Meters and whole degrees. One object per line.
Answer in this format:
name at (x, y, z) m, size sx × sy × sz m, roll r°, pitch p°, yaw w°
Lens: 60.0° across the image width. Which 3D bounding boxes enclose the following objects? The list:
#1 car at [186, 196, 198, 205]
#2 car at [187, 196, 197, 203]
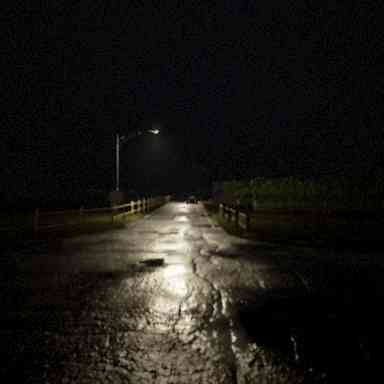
car at (-0.004, 1.556, 56.938) m, size 1.895 × 1.301 × 4.718 m, roll 0°, pitch 0°, yaw 0°
car at (-0.004, 1.514, 66.914) m, size 1.994 × 1.385 × 4.181 m, roll 0°, pitch 0°, yaw 0°
